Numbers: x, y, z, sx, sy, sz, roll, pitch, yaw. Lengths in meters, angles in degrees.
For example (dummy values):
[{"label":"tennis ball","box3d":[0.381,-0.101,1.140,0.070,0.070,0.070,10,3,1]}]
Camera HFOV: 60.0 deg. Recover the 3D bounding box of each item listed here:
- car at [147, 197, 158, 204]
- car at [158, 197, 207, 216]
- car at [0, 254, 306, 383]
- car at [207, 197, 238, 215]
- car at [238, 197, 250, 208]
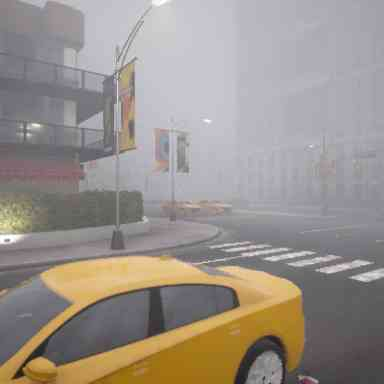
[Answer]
[{"label":"car","box3d":[-6.163,1.601,59.267,4.718,1.301,1.895,0,0,42]},{"label":"car","box3d":[-1.062,1.478,32.648,1.882,1.535,5.008,0,0,-35]},{"label":"car","box3d":[-0.968,1.478,3.303,5.008,1.535,1.882,0,0,-36]},{"label":"car","box3d":[2.066,1.478,34.285,1.882,1.535,5.008,0,0,-35]},{"label":"car","box3d":[6.314,1.501,48.519,1.837,1.490,4.892,0,-1,-35]}]
